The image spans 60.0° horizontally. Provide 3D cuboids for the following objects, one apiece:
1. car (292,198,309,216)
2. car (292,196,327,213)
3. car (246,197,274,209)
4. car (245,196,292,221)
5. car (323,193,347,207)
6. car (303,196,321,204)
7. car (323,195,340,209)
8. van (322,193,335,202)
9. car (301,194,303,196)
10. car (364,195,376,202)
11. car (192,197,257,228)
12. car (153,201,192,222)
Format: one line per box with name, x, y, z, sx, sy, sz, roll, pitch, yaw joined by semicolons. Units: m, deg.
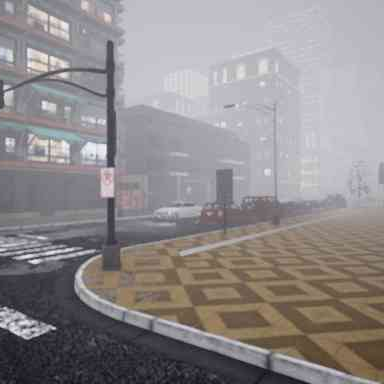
car;8.784;1.438;29.992;1.802;1.307;4.206;-1;0;36
car;12.101;1.389;34.496;1.887;1.381;4.507;-1;0;36
car;8.972;1.432;43.535;1.752;1.417;4.829;-1;0;36
car;5.466;1.183;25.490;2.192;1.841;5.009;-1;0;36
car;18.733;1.136;43.503;2.192;1.841;5.009;-1;0;36
car;22.240;1.384;61.549;1.752;1.417;4.829;-1;0;36
car;15.418;1.384;38.999;2.008;1.369;4.403;-1;0;36
van;28.973;1.174;70.693;1.690;1.788;3.998;-1;0;36
car;14.491;1.418;46.741;2.033;1.411;5.357;-1;0;37
car;35.319;1.304;66.019;1.887;1.381;4.507;-1;0;36
car;2.150;1.319;20.986;1.967;1.590;4.097;-1;0;36
car;-0.989;1.451;25.856;1.812;1.442;4.674;-1;0;36
